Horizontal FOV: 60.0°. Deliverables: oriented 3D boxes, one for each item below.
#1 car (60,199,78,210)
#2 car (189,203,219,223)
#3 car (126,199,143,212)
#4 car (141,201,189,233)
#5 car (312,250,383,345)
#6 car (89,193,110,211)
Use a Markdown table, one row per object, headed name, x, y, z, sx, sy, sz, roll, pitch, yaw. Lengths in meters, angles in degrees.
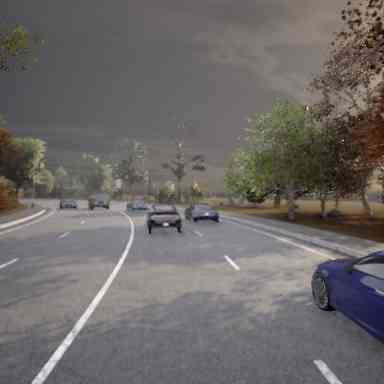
| name | x | y | z | sx | sy | sz | roll | pitch | yaw |
| --- | --- | --- | --- | --- | --- | --- | --- | --- | --- |
| car | -15.504 | 1.524 | 41.735 | 1.994 | 1.385 | 4.181 | 0 | 0 | -22 |
| car | 0.625 | 1.532 | 25.610 | 1.994 | 1.385 | 4.181 | 0 | 0 | -12 |
| car | -6.287 | 1.509 | 37.706 | 2.033 | 1.411 | 5.357 | 0 | 0 | -19 |
| car | -1.765 | 1.469 | 19.720 | 2.128 | 1.511 | 4.902 | 0 | 0 | -10 |
| car | 3.373 | 1.511 | 4.750 | 1.812 | 1.442 | 4.674 | 0 | 0 | -2 |
| car | -11.643 | 1.183 | 41.523 | 2.150 | 2.045 | 5.566 | 0 | 0 | -21 |
